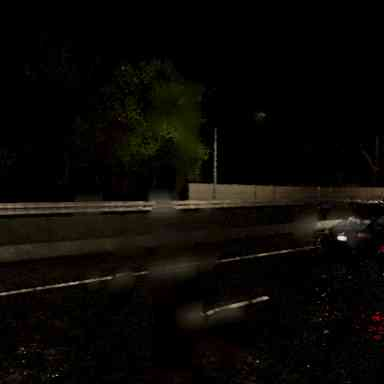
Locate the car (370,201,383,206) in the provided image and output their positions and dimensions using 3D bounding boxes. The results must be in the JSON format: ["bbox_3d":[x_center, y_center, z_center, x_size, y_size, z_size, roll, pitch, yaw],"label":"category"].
[{"bbox_3d":[26.358,1.755,44.255,4.902,1.511,2.128,1,0,-35],"label":"car"}]

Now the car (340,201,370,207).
[{"bbox_3d":[23.118,1.853,46.249,4.718,1.301,1.895,0,0,-35],"label":"car"}]

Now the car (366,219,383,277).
[{"bbox_3d":[6.824,1.531,8.643,5.008,1.535,1.882,0,0,-35],"label":"car"}]

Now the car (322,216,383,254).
[{"bbox_3d":[7.001,1.631,13.056,4.181,1.385,1.994,0,0,-35],"label":"car"}]

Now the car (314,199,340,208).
[{"bbox_3d":[20.113,1.792,48.377,5.357,1.411,2.033,0,0,-36],"label":"car"}]
